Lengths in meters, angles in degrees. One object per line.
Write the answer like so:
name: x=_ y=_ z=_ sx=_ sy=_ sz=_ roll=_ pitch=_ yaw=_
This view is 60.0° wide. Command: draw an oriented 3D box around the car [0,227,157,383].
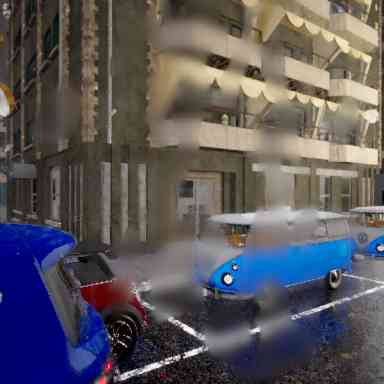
car: x=-2.722 y=1.440 z=4.152 sx=4.097 sy=1.590 sz=1.967 roll=0 pitch=0 yaw=-36

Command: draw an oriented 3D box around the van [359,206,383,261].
van: x=6.529 y=1.345 z=10.780 sx=3.998 sy=1.788 sz=1.690 roll=0 pitch=0 yaw=-36

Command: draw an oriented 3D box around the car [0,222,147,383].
car: x=-2.951 y=1.221 z=0.957 sx=5.566 sy=2.045 sz=2.150 roll=0 pitch=0 yaw=-36

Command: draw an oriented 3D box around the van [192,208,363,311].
van: x=1.904 y=1.343 z=7.466 sx=3.998 sy=1.788 sz=1.690 roll=0 pitch=0 yaw=-36
